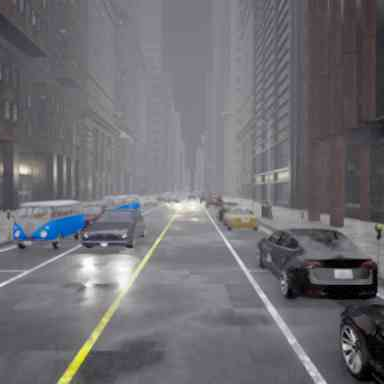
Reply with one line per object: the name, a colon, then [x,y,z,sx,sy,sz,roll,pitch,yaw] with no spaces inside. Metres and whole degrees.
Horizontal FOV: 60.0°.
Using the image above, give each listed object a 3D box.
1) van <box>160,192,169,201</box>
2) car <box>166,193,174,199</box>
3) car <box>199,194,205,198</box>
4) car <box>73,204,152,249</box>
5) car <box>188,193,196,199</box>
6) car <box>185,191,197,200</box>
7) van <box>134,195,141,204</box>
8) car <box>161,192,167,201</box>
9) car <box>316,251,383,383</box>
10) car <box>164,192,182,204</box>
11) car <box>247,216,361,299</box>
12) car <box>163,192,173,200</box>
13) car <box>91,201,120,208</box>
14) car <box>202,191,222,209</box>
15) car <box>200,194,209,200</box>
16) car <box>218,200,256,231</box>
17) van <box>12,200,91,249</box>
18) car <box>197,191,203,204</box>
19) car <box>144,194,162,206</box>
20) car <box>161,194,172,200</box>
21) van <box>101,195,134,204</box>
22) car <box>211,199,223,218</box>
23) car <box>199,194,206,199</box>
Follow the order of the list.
van: [-5.760,0.968,69.943,1.690,1.788,3.998,0,0,0]
car: [-5.760,1.071,86.629,1.752,1.417,4.829,0,0,0]
car: [2.765,1.100,92.430,1.802,1.307,4.206,0,0,0]
car: [-3.101,1.464,14.401,2.033,1.411,5.357,0,0,0]
car: [0.003,1.015,91.516,2.128,1.511,4.902,0,0,0]
car: [0.002,0.962,75.210,1.837,1.490,4.892,0,0,0]
van: [-5.761,1.168,30.615,1.690,1.788,3.998,0,0,0]
car: [-5.761,1.199,64.325,1.887,1.381,4.507,0,0,0]
car: [2.763,1.551,2.531,1.947,1.339,4.313,0,0,0]
car: [-3.067,1.226,54.969,1.812,1.442,4.674,0,0,0]
car: [2.763,1.519,8.149,1.947,1.339,4.313,0,0,0]
car: [-5.760,0.887,81.179,2.192,1.841,5.009,0,0,0]
car: [-5.761,1.433,19.379,1.887,1.381,4.507,0,0,0]
car: [2.764,1.082,41.861,2.192,1.841,5.009,0,0,0]
car: [2.765,1.124,75.744,1.752,1.417,4.829,0,0,0]
car: [2.764,1.414,19.557,1.752,1.417,4.829,0,0,0]
van: [-5.761,1.261,13.760,1.690,1.788,3.998,0,0,0]
car: [2.395,0.918,57.113,2.150,2.045,5.566,0,0,0]
car: [-5.761,1.264,47.300,1.752,1.417,4.829,0,0,0]
car: [-5.760,1.150,75.562,2.008,1.369,4.403,0,0,0]
van: [-5.761,1.199,24.996,1.690,1.788,3.998,0,0,0]
car: [2.764,1.424,25.006,1.947,1.339,4.313,0,0,0]
car: [2.765,1.127,86.812,1.802,1.307,4.206,0,0,0]
